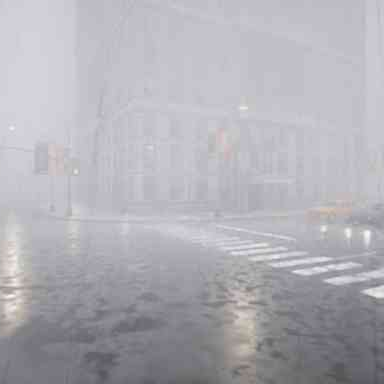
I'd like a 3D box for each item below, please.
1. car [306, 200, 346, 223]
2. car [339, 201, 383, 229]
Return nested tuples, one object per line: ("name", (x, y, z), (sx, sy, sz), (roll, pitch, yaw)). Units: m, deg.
("car", (10.445, 1.330, 24.012), (5.008, 1.535, 1.882), (0, 0, -28))
("car", (12.085, 1.419, 20.924), (5.357, 1.411, 2.033), (0, 0, -28))
